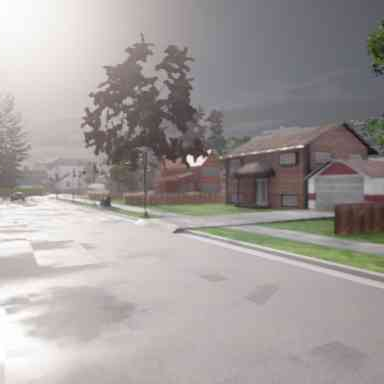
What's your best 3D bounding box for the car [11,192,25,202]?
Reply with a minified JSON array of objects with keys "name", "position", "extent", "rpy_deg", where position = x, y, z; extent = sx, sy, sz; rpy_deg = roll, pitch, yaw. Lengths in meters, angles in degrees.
[{"name":"car","position":[-27.840,0.759,53.254],"extent":[1.837,1.490,4.892],"rpy_deg":[-1,1,-30]}]
